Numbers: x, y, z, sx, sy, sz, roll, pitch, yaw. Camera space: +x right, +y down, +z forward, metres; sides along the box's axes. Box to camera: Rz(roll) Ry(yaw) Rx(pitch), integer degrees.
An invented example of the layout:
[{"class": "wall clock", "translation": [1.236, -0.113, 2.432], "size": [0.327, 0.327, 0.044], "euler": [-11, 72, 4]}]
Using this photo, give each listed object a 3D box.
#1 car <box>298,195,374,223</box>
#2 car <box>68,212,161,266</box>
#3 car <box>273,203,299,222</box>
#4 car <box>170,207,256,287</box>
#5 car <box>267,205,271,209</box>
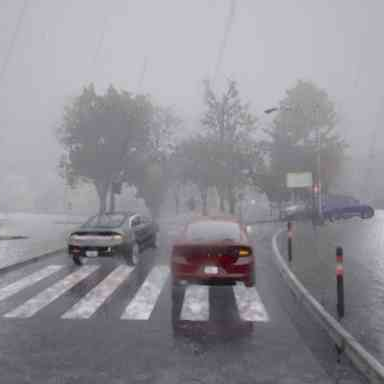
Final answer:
[{"class": "car", "translation": [11.427, 1.252, 25.817], "size": [5.566, 2.045, 2.150], "euler": [-1, -3, -23]}, {"class": "car", "translation": [-2.356, 1.413, 11.212], "size": [2.128, 1.511, 4.902], "euler": [-1, 0, 7]}, {"class": "car", "translation": [9.473, 1.779, 28.178], "size": [4.674, 1.442, 1.812], "euler": [-1, -4, -27]}, {"class": "car", "translation": [0.641, 1.383, 9.110], "size": [1.882, 1.535, 5.008], "euler": [0, 1, 6]}, {"class": "car", "translation": [19.006, 3.192, 73.332], "size": [4.892, 1.490, 1.837], "euler": [-3, -5, 37]}]
